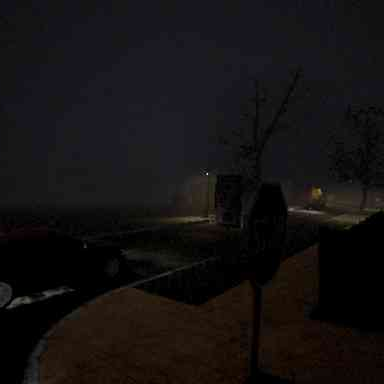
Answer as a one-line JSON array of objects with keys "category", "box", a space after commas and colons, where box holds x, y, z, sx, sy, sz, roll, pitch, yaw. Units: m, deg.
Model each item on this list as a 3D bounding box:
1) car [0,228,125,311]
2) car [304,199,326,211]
[{"category": "car", "box": [-3.864, 1.649, 8.411, 1.882, 1.535, 5.008, 4, 1, 33]}, {"category": "car", "box": [16.525, 1.725, 44.506, 2.033, 1.411, 5.357, 4, 2, 33]}]
